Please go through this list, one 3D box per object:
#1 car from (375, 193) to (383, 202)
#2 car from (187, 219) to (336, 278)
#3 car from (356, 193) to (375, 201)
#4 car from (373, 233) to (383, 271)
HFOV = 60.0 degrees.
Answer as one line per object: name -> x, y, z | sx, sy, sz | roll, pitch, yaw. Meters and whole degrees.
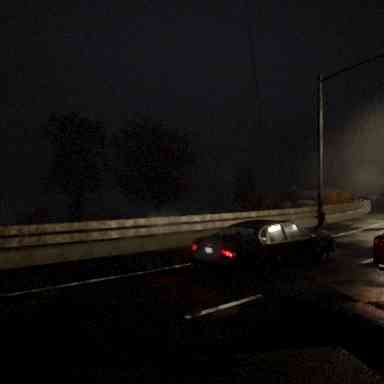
car -> 42.802, 1.153, 76.270 | 2.150, 2.045, 5.566 | 0, 0, 6
car -> 2.367, 1.570, 10.312 | 5.357, 1.411, 2.033 | 0, 0, -40
car -> 39.334, 1.482, 76.730 | 2.033, 1.411, 5.357 | 0, 0, 6
car -> 7.130, 1.483, 9.844 | 5.008, 1.535, 1.882 | 0, 0, -41
